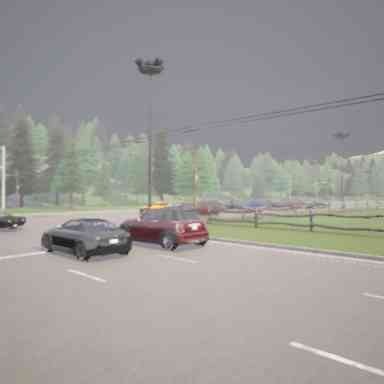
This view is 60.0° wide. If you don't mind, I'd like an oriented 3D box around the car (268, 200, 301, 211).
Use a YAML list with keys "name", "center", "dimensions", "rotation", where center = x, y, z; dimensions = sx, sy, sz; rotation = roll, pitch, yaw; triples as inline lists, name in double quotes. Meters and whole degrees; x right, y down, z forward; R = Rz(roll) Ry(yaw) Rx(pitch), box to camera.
- name: "car"
  center: [13.784, 2.019, 49.327]
  dimensions: [1.882, 1.535, 5.008]
  rotation: [-1, -1, 45]

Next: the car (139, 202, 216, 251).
- name: "car"
  center: [-1.440, 1.525, 15.252]
  dimensions: [4.553, 1.767, 2.097]
  rotation: [-1, -1, 43]

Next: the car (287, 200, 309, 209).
- name: "car"
  center: [19.036, 2.216, 59.633]
  dimensions: [4.181, 1.385, 1.994]
  rotation: [1, -1, -45]

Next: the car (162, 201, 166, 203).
- name: "car"
  center: [-1.415, 1.960, 38.771]
  dimensions: [4.674, 1.442, 1.812]
  rotation: [1, -1, -45]

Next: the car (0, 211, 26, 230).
- name: "car"
  center: [-13.416, 1.851, 21.519]
  dimensions: [4.718, 1.301, 1.895]
  rotation: [0, -1, 10]

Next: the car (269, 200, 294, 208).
- name: "car"
  center: [16.778, 2.231, 62.310]
  dimensions: [2.033, 1.411, 5.357]
  rotation: [-1, -1, 45]

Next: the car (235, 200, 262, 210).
- name: "car"
  center: [9.439, 2.084, 54.890]
  dimensions: [1.882, 1.535, 5.008]
  rotation: [-1, -1, 44]

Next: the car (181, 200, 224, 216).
- name: "car"
  center: [0.901, 1.756, 36.160]
  dimensions: [2.097, 1.767, 4.553]
  rotation: [-1, -1, 44]

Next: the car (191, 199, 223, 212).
- name: "car"
  center: [2.174, 1.881, 47.495]
  dimensions: [2.097, 1.767, 4.553]
  rotation: [-1, -1, 44]

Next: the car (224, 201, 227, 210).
- name: "car"
  center: [5.036, 1.995, 45.417]
  dimensions: [2.128, 1.511, 4.902]
  rotation: [-1, -1, 44]

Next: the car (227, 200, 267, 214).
- name: "car"
  center: [7.136, 1.948, 42.560]
  dimensions: [1.882, 1.535, 5.008]
  rotation: [-1, -1, 44]

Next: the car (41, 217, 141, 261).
- name: "car"
  center: [-4.208, 1.714, 13.062]
  dimensions: [4.181, 1.385, 1.994]
  rotation: [-1, -1, 43]

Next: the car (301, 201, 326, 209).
- name: "car"
  center: [20.839, 2.217, 56.484]
  dimensions: [1.895, 1.301, 4.718]
  rotation: [-1, -1, 45]

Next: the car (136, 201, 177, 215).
- name: "car"
  center: [-4.259, 1.937, 40.894]
  dimensions: [1.882, 1.535, 5.008]
  rotation: [-1, -1, 44]
